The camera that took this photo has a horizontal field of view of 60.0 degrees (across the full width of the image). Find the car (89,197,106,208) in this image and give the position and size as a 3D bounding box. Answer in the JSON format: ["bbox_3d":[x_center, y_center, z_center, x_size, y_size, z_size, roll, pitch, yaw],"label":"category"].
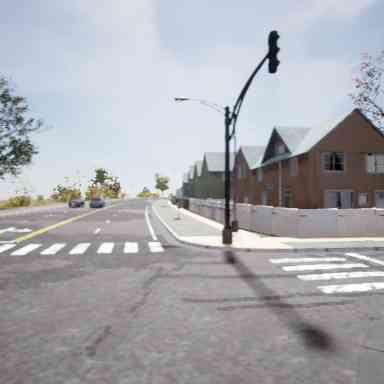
[{"bbox_3d":[-15.491,1.641,54.568,2.097,1.767,4.553,1,0,-7],"label":"car"}]

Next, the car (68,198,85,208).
[{"bbox_3d":[-18.694,1.755,53.970,2.128,1.511,4.902,1,-1,-7],"label":"car"}]
